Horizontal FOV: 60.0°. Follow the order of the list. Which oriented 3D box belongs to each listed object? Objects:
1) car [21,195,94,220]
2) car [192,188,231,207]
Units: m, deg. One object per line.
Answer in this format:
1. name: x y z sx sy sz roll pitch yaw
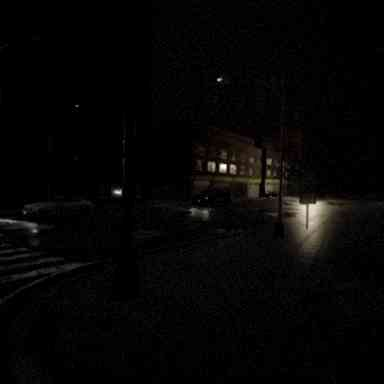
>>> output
1. car: -8.588 0.924 21.654 1.812 1.442 4.674 3 2 35
2. car: 2.324 0.548 36.951 2.150 2.045 5.566 3 2 36
